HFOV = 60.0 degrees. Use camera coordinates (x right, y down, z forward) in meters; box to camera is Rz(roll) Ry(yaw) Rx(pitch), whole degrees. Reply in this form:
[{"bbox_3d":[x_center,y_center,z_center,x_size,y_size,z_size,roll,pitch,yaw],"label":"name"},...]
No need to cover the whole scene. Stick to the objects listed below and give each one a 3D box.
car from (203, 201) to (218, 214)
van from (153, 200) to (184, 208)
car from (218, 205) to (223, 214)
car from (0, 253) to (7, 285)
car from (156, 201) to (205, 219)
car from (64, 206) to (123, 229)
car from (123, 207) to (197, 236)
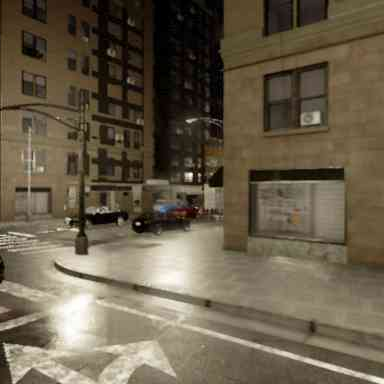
[{"bbox_3d":[0.848,1.835,39.195,1.967,1.590,4.097,0,-1,36],"label":"car"},{"bbox_3d":[-2.368,1.692,34.738,1.690,1.788,3.998,0,-1,36],"label":"van"},{"bbox_3d":[4.803,1.962,40.258,1.812,1.442,4.674,0,0,36],"label":"car"},{"bbox_3d":[-6.492,1.654,8.314,4.181,1.385,1.994,-1,0,36],"label":"car"},{"bbox_3d":[-1.051,1.919,32.148,1.994,1.385,4.181,0,0,37],"label":"car"},{"bbox_3d":[-6.838,1.771,24.127,2.128,1.511,4.902,0,0,38],"label":"car"},{"bbox_3d":[-1.890,1.881,20.833,1.947,1.339,4.313,0,-1,36],"label":"car"}]
